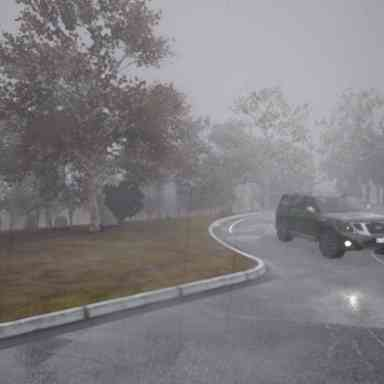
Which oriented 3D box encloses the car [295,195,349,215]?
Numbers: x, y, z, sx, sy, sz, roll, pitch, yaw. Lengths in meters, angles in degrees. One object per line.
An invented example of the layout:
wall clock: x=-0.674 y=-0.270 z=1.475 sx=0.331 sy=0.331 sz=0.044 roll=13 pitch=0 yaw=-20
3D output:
car: x=11.436 y=1.066 z=29.130 sx=4.892 sy=1.490 sz=1.837 roll=-2 pitch=1 yaw=-33

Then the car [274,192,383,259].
car: x=4.980 y=1.038 z=12.326 sx=2.150 sy=2.045 sz=5.566 roll=-1 pitch=0 yaw=-10
